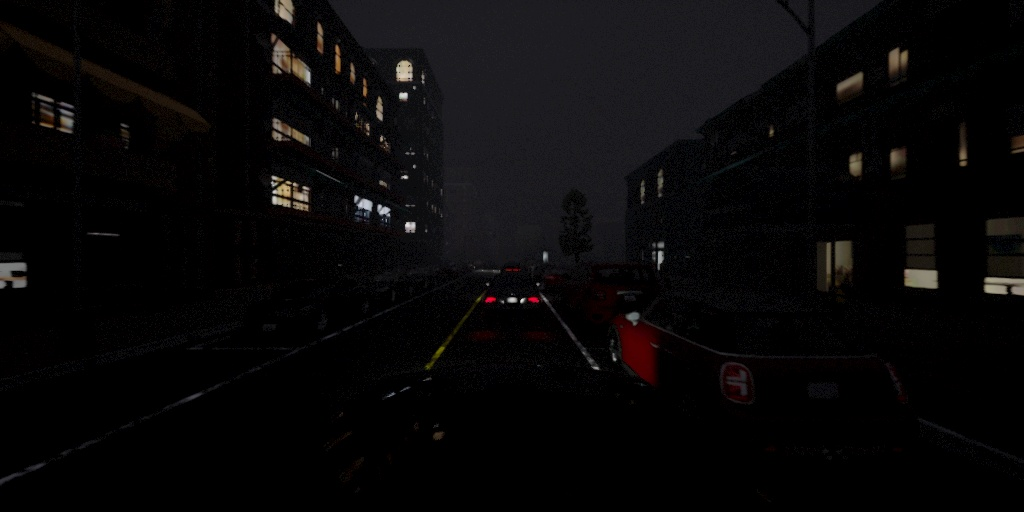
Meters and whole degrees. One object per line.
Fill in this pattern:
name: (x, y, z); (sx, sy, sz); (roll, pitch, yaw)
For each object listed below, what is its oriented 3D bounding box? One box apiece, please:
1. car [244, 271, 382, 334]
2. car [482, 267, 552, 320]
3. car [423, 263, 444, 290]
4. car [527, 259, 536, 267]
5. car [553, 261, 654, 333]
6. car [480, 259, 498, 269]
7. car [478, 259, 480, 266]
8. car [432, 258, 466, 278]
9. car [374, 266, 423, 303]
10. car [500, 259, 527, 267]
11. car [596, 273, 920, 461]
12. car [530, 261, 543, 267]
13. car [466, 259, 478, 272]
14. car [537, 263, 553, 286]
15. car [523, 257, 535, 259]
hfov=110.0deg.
car: (-5.690, 1.297, 10.585); (1.948, 1.339, 4.313); (0, 0, 0)
car: (0.024, 1.276, 12.529); (2.033, 1.411, 5.357); (0, 0, 1)
car: (-5.690, 1.264, 21.661); (2.007, 1.370, 4.403); (0, 0, 0)
car: (2.691, 1.254, 32.738); (2.007, 1.370, 4.403); (0, 0, 0)
car: (2.691, 1.046, 10.585); (2.192, 1.841, 5.009); (0, 0, 0)
car: (-3.087, 1.198, 50.496); (1.837, 1.490, 4.892); (0, 0, 0)
car: (-5.690, 1.210, 60.267); (1.751, 1.417, 4.829); (0, 0, 0)
car: (-5.690, 1.144, 32.739); (1.967, 1.591, 4.097); (0, 0, 0)
car: (-5.690, 1.272, 16.123); (2.007, 1.370, 4.403); (0, 0, 0)
car: (0.048, 1.212, 29.746); (1.837, 1.490, 4.892); (0, 0, 1)
car: (2.690, 1.183, 5.045); (1.967, 1.591, 4.097); (0, 0, 0)
car: (2.690, 1.274, 27.200); (1.948, 1.339, 4.313); (0, 0, 0)
car: (-5.689, 1.136, 43.818); (1.967, 1.591, 4.097); (0, 0, 0)
car: (2.691, 1.296, 21.661); (1.802, 1.307, 4.207); (0, 0, 0)
car: (2.691, 1.218, 49.527); (1.751, 1.417, 4.829); (0, 0, 0)
